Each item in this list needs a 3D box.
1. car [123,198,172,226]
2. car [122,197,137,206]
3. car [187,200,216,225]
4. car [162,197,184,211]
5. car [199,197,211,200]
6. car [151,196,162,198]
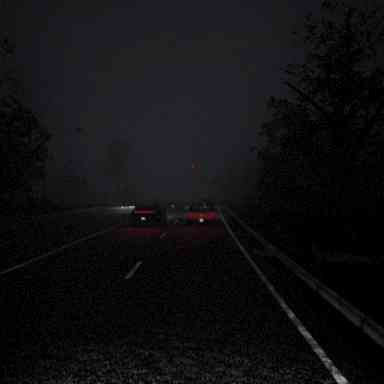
[{"bbox_3d":[-2.841,1.393,22.552,2.128,1.511,4.902,0,0,2],"label":"car"},{"bbox_3d":[-8.556,1.377,47.731,1.994,1.385,4.181,0,0,4],"label":"car"},{"bbox_3d":[0.690,1.501,23.272,1.895,1.301,4.718,0,0,2],"label":"car"},{"bbox_3d":[-1.997,1.359,38.726,1.812,1.442,4.674,0,0,4],"label":"car"},{"bbox_3d":[1.579,1.336,39.821,1.837,1.490,4.892,0,0,3],"label":"car"},{"bbox_3d":[-5.063,1.309,47.503,2.128,1.511,4.902,0,0,4],"label":"car"}]
